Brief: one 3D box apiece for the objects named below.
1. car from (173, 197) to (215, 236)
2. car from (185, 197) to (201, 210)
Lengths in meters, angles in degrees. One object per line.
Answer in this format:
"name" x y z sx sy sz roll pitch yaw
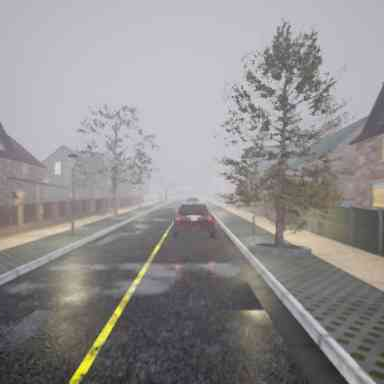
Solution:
"car" 0.103 1.310 18.076 2.097 1.767 4.553 0 0 0
"car" 0.107 1.399 42.012 1.882 1.535 5.008 0 0 0
